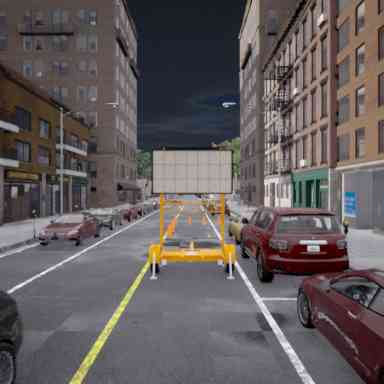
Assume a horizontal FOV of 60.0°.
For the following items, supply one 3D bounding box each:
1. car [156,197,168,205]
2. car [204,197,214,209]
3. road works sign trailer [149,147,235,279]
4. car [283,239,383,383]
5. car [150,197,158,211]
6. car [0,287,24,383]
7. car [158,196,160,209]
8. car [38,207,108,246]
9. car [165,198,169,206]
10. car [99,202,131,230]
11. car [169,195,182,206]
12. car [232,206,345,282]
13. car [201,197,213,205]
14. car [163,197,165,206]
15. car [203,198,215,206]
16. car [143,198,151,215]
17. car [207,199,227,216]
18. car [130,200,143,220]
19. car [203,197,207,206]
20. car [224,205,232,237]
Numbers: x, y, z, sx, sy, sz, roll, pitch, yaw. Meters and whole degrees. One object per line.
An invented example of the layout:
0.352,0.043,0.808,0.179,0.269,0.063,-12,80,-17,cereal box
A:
-5.341,1.597,59.294,1.802,1.307,4.206,0,0,0,car
2.667,1.582,37.216,1.802,1.307,4.206,0,0,0,car
0.008,0.464,9.995,2.380,3.560,2.880,0,0,0,road works sign trailer
2.641,1.582,4.107,1.802,1.307,4.206,0,0,0,car
-5.358,1.551,37.219,2.008,1.369,4.403,0,0,0,car
-2.849,1.525,2.089,1.812,1.442,4.674,0,0,0,car
-5.354,1.443,42.738,1.967,1.590,4.097,0,0,0,car
-5.375,1.581,15.144,1.802,1.307,4.206,0,0,0,car
-5.345,1.451,53.775,1.967,1.590,4.097,0,0,0,car
-5.371,1.550,20.663,2.008,1.369,4.403,0,0,0,car
-2.780,1.362,54.519,2.097,1.767,4.553,0,0,0,car
2.645,1.314,9.625,2.192,1.841,5.009,0,0,0,car
2.685,1.581,59.289,1.947,1.339,4.313,0,0,0,car
-5.350,1.532,48.086,1.752,1.417,4.829,0,0,0,car
2.680,1.593,53.771,1.802,1.307,4.206,0,0,0,car
-5.362,1.565,31.701,1.947,1.339,4.313,0,0,0,car
2.663,1.581,31.698,1.802,1.307,4.206,0,0,0,car
-5.367,1.543,26.182,1.887,1.381,4.507,0,0,0,car
2.671,1.528,42.905,1.752,1.417,4.829,0,0,0,car
2.645,1.524,15.311,1.752,1.417,4.829,0,0,0,car
